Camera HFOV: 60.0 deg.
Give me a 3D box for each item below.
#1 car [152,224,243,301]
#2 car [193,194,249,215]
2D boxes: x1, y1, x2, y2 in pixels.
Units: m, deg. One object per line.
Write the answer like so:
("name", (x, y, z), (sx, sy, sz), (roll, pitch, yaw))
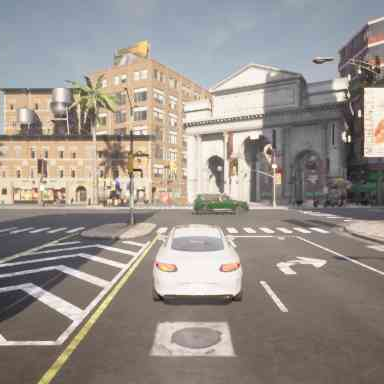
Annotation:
("car", (0.109, 1.526, 8.211), (1.812, 1.442, 4.674), (0, 0, 0))
("car", (2.875, 1.221, 33.288), (5.566, 2.045, 2.150), (0, 0, 1))
